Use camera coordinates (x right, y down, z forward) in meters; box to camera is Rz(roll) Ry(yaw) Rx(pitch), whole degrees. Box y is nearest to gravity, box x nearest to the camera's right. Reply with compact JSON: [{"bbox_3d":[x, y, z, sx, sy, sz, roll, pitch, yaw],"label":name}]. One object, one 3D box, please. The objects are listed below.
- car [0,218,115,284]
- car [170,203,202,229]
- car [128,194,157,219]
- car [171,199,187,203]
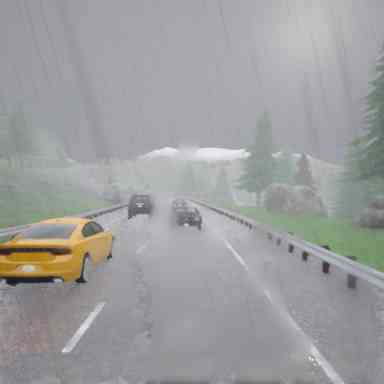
[{"bbox_3d":[-3.543,1.480,9.592,1.882,1.535,5.008,0,0,-1],"label":"car"},{"bbox_3d":[-0.428,1.599,21.384,1.895,1.301,4.718,0,0,-3],"label":"car"},{"bbox_3d":[-4.343,1.223,29.480,2.150,2.045,5.566,0,0,-3],"label":"car"},{"bbox_3d":[-1.492,1.546,39.596,2.033,1.411,5.357,0,0,-4],"label":"car"}]
